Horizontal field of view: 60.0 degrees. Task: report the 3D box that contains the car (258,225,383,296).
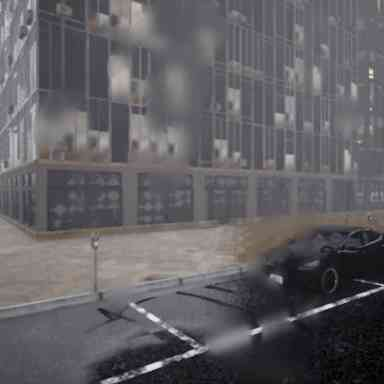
[{"bbox_3d":[3.662,1.567,8.687,4.313,1.339,1.947,0,0,-35],"label":"car"}]
